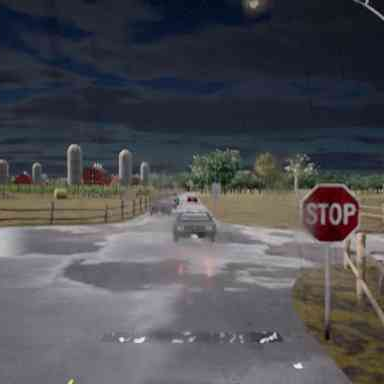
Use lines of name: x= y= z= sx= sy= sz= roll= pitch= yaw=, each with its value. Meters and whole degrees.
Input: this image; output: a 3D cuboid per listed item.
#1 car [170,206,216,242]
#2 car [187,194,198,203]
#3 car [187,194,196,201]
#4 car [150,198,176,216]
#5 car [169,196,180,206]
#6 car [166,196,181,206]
car: x=0.107 y=1.574 z=16.357 sx=1.895 sy=1.301 sz=4.718 roll=0 pitch=0 yaw=0
car: x=0.046 y=1.195 z=61.122 sx=1.882 sy=1.535 sz=5.008 roll=0 pitch=0 yaw=0
car: x=-0.063 y=1.211 z=71.606 sx=1.994 sy=1.385 sz=4.181 roll=0 pitch=0 yaw=0
car: x=-2.830 y=1.472 z=31.174 sx=1.895 sy=1.301 sz=4.718 roll=0 pitch=0 yaw=-1
car: x=-2.877 y=1.386 z=41.247 sx=1.994 sy=1.385 sz=4.181 roll=0 pitch=0 yaw=0
car: x=-2.871 y=1.315 z=51.720 sx=2.033 sy=1.411 sz=5.357 roll=0 pitch=0 yaw=0
